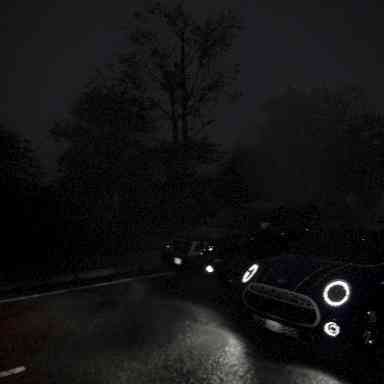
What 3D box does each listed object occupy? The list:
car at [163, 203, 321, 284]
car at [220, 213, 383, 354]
[{"bbox_3d":[1.839,1.356,9.845,5.566,2.045,2.150,1,-2,-38],"label":"car"},{"bbox_3d":[2.990,1.406,6.334,4.553,1.767,2.097,0,-1,-38],"label":"car"}]
